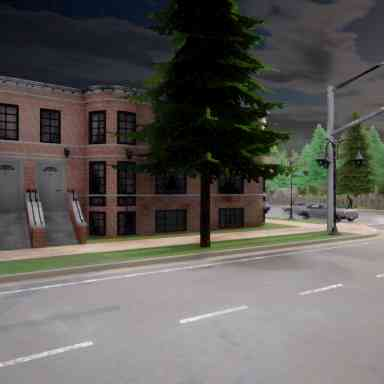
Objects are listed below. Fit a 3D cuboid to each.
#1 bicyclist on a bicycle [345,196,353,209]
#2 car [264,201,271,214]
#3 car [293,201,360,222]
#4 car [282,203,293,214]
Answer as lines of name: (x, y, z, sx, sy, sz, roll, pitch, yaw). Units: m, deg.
bicyclist on a bicycle: (19.240, 1.301, 40.664, 1.656, 1.620, 0.582, 0, 0, -31)
car: (5.761, 1.222, 35.019, 2.150, 2.045, 5.566, 0, 0, -31)
car: (10.759, 1.601, 26.583, 1.895, 1.301, 4.718, 0, 0, -31)
car: (11.192, 1.601, 32.718, 1.895, 1.301, 4.718, 0, 0, -31)
